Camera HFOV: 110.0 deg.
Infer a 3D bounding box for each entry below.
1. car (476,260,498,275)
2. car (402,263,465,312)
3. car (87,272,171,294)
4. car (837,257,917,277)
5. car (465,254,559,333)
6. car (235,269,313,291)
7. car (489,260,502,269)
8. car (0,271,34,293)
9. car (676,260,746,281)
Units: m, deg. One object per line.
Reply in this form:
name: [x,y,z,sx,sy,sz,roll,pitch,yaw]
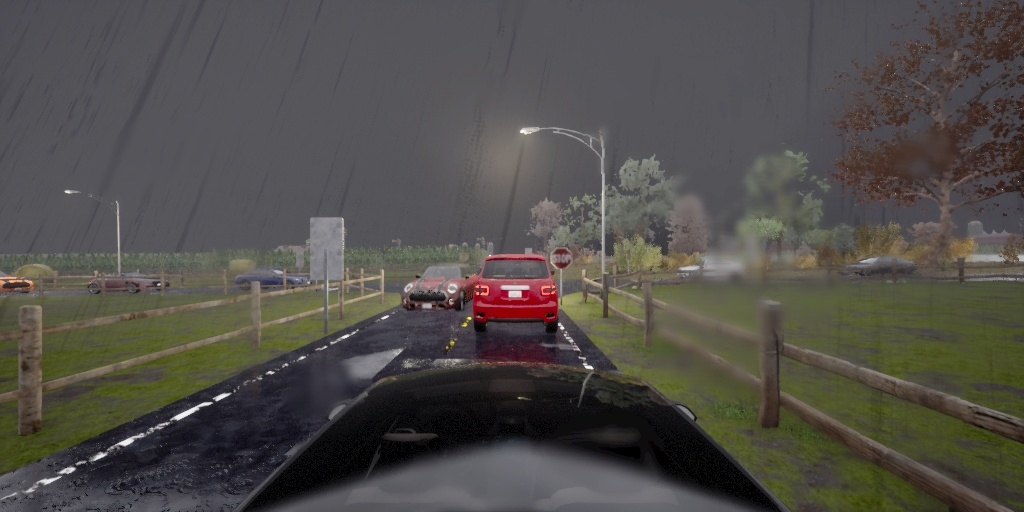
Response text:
car: [-2.805,1.274,40.885,2.128,1.511,4.902,0,0,0]
car: [-2.657,1.104,14.335,2.097,1.767,4.553,0,0,6]
car: [-25.782,1.780,24.203,4.181,1.385,1.994,-1,0,1]
car: [26.546,0.793,26.133,4.674,1.442,1.812,-1,0,1]
car: [0.150,0.973,10.942,2.150,2.045,5.566,0,0,2]
car: [-15.864,1.557,23.968,4.674,1.442,1.812,-1,0,3]
car: [-2.758,1.363,61.058,2.033,1.411,5.357,0,0,1]
car: [-35.803,1.759,24.406,4.553,1.767,2.097,-1,0,1]
car: [14.566,1.001,26.367,4.674,1.442,1.812,-1,0,1]
